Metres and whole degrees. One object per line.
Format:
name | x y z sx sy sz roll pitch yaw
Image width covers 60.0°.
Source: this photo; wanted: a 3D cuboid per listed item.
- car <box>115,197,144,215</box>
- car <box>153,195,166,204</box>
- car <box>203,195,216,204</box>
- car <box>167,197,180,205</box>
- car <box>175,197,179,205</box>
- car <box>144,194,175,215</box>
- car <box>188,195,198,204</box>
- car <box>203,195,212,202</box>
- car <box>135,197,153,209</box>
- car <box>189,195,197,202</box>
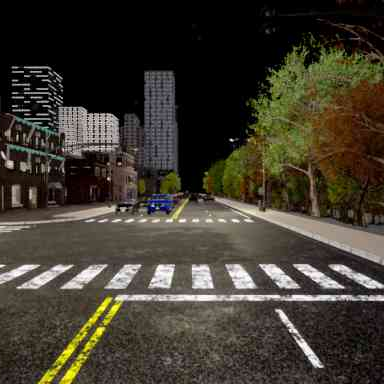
car | -6.526 1.481 33.982 2.128 1.511 4.902 0 0 0
car | -6.375 1.468 65.825 2.128 1.511 4.902 0 0 1
car | 3.494 1.467 63.987 2.128 1.511 4.902 0 0 0
car | -3.203 1.580 57.441 1.895 1.301 4.718 0 0 0
car | -3.249 1.476 44.878 2.128 1.511 4.902 0 0 0
car | -3.275 1.211 34.425 2.150 2.045 5.566 0 0 0
car | 0.246 1.480 65.255 1.837 1.490 4.892 0 0 0
car | 3.414 1.448 74.257 1.882 1.535 5.008 0 0 0
car | -6.499 1.489 45.434 1.837 1.490 4.892 0 0 0
car | 0.180 1.493 75.592 1.812 1.442 4.674 0 0 0
